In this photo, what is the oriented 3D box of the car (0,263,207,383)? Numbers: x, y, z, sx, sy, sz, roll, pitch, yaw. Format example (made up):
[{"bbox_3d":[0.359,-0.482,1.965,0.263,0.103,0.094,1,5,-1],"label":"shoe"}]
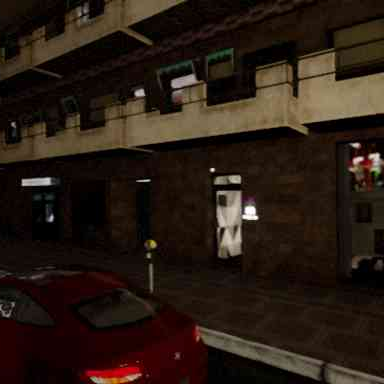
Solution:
[{"bbox_3d":[-1.790,1.585,4.163,4.206,1.307,1.802,0,-1,35],"label":"car"}]
